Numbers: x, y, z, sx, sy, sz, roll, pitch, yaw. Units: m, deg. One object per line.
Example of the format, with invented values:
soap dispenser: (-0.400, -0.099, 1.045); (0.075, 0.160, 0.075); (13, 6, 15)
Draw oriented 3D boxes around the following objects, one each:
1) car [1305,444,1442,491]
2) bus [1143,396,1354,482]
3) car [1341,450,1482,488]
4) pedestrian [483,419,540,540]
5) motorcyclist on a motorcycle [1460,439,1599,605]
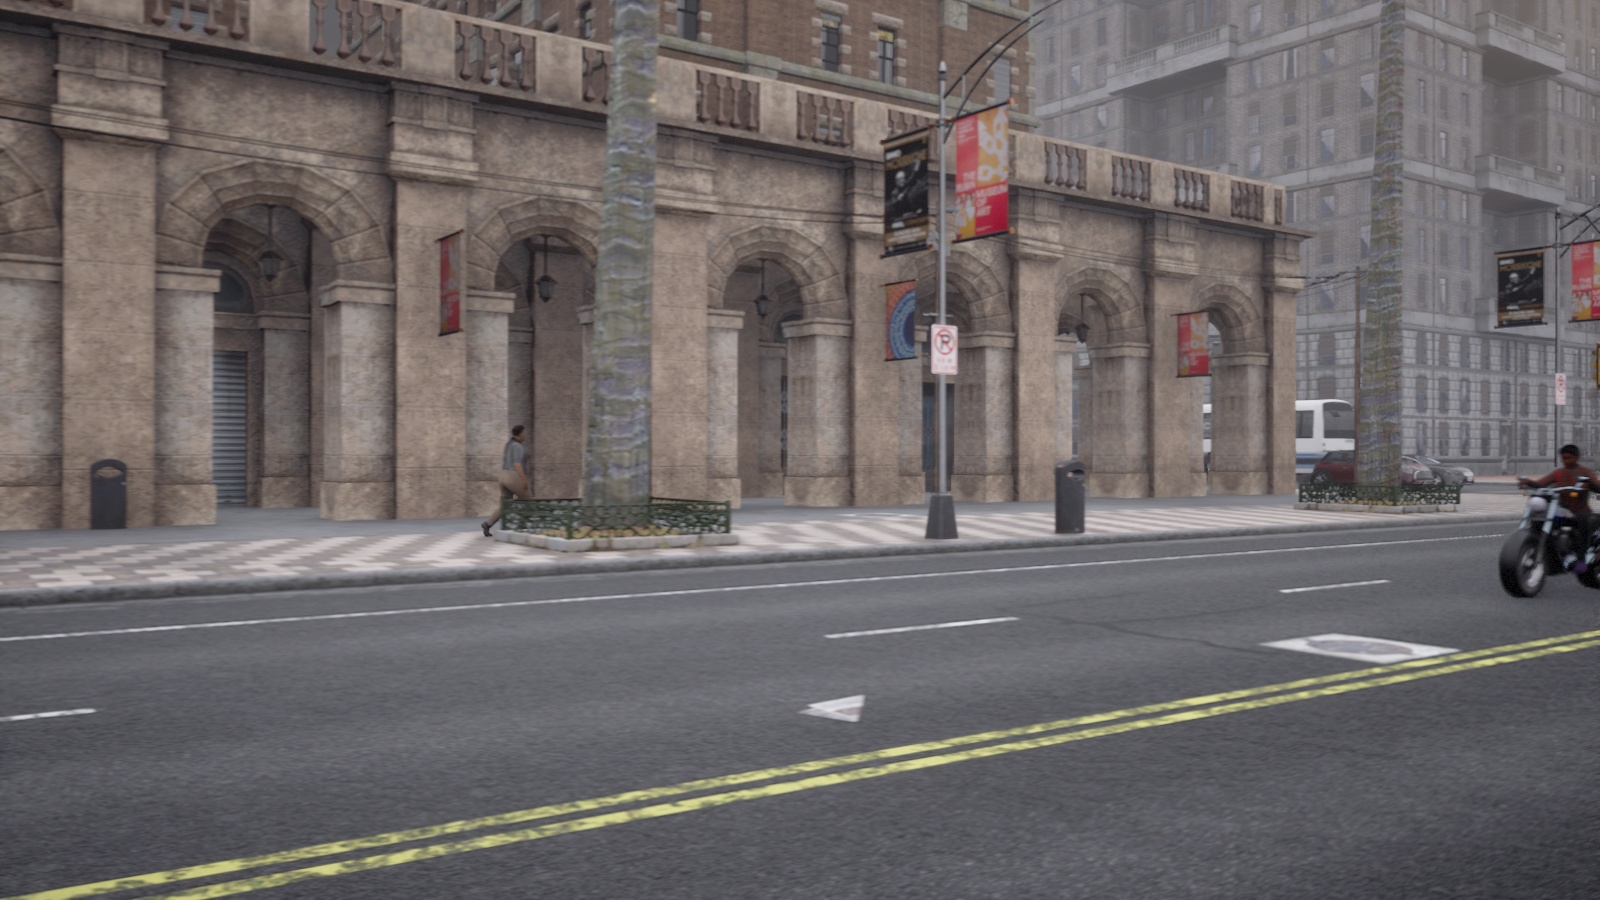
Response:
car: (22.938, 0.677, 50.364); (2.097, 1.767, 4.553); (0, 0, -34)
bus: (23.849, -0.518, 67.472); (3.944, 4.253, 10.273); (0, 0, -35)
car: (25.590, 0.775, 52.675); (2.128, 1.511, 4.902); (0, 0, -35)
pedestrian: (-4.506, 0.458, 19.604); (0.694, 1.848, 0.540); (0, 0, -37)
motorcyclist on a motorcycle: (8.064, 0.711, 13.433); (2.350, 1.649, 0.766); (0, 0, -35)
